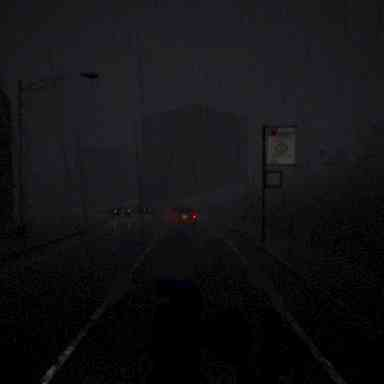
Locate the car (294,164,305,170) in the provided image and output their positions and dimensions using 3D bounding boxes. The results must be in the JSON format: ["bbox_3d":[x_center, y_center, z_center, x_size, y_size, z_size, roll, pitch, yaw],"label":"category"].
[{"bbox_3d":[21.241,-4.477,61.933,2.185,1.767,4.553,0,1,-1],"label":"car"}]

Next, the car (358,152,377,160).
[{"bbox_3d":[21.726,-4.071,39.831,2.231,1.521,4.892,0,1,-1],"label":"car"}]

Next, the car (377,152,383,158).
[{"bbox_3d":[21.855,-3.988,34.313,2.231,1.521,4.892,0,1,-1],"label":"car"}]

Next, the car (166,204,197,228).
[{"bbox_3d":[-0.842,1.644,23.945,1.801,1.575,5.366,0,-1,-8],"label":"car"}]

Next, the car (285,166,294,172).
[{"bbox_3d":[21.120,-4.542,67.452,2.185,1.767,4.553,0,1,-1],"label":"car"}]

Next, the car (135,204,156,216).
[{"bbox_3d":[-6.018,2.147,41.002,2.033,1.411,5.357,-1,-1,-25],"label":"car"}]

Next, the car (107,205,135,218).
[{"bbox_3d":[-7.991,2.127,36.340,1.895,1.301,4.718,0,-2,-22],"label":"car"}]

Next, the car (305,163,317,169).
[{"bbox_3d":[21.366,-4.241,56.261,2.002,1.452,4.674,0,1,-1],"label":"car"}]

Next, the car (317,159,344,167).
[{"bbox_3d":[21.486,-4.338,50.767,2.185,1.767,4.553,0,1,-1],"label":"car"}]

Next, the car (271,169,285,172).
[{"bbox_3d":[20.878,-4.534,78.467,2.231,1.521,4.892,0,1,-1],"label":"car"}]
